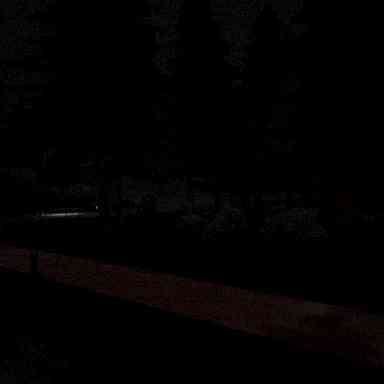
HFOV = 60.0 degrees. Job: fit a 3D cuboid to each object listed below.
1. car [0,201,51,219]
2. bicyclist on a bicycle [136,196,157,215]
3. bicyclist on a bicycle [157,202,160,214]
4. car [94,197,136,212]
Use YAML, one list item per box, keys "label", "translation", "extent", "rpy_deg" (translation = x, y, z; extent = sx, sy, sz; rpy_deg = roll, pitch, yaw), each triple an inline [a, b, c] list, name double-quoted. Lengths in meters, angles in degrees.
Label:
- label: "car"
  translation: [-14.331, 1.438, 27.403]
  extent: [1.895, 1.301, 4.718]
  rpy_deg: [0, 0, 35]
- label: "bicyclist on a bicycle"
  translation: [-4.072, 1.141, 28.424]
  extent: [1.656, 1.620, 0.582]
  rpy_deg: [0, 0, 15]
- label: "bicyclist on a bicycle"
  translation: [-3.511, 1.142, 28.907]
  extent: [1.656, 1.620, 0.582]
  rpy_deg: [0, 0, 22]
- label: "car"
  translation: [-8.278, 1.329, 35.889]
  extent: [2.128, 1.511, 4.902]
  rpy_deg: [0, 0, 36]
